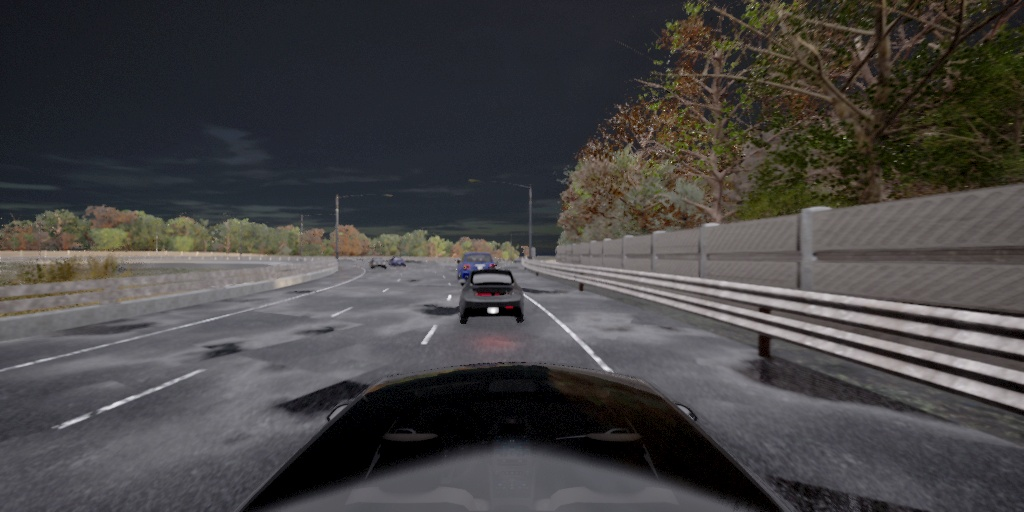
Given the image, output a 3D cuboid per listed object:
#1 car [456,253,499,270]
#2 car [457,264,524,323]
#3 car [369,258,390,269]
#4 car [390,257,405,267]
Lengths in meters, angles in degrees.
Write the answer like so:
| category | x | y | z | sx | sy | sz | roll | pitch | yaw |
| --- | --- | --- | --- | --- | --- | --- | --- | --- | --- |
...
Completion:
| category | x | y | z | sx | sy | sz | roll | pitch | yaw |
| --- | --- | --- | --- | --- | --- | --- | --- | --- | --- |
| car | -2.472 | 0.791 | 24.129 | 2.150 | 2.045 | 5.566 | 0 | 0 | -12 |
| car | -0.716 | 1.171 | 11.896 | 1.837 | 1.490 | 4.892 | 0 | 0 | -5 |
| car | -17.958 | 0.967 | 47.820 | 2.033 | 1.411 | 5.357 | 0 | 1 | -26 |
| car | -17.604 | 0.888 | 54.600 | 1.812 | 1.442 | 4.674 | 0 | 1 | -28 |
